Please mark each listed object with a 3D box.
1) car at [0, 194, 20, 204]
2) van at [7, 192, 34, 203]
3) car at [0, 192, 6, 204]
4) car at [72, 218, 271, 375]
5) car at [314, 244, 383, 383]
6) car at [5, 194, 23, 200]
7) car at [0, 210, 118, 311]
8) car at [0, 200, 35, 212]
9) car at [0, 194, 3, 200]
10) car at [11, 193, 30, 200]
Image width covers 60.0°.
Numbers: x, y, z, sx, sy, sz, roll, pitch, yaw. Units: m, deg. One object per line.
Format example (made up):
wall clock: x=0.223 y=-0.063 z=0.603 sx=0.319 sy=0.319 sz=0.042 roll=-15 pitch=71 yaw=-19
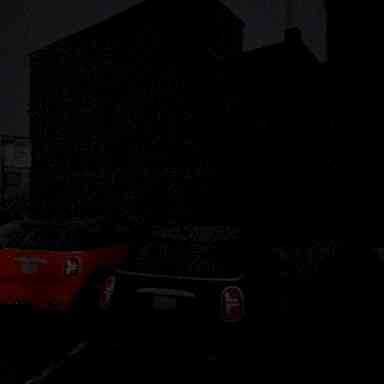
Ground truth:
car: x=-34.431 y=1.211 z=61.166 sx=4.553 sy=1.767 sz=2.185 roll=-1 pitch=-1 yaw=14
van: x=-32.819 y=1.112 z=63.677 sx=4.442 sy=1.987 sz=1.878 roll=-1 pitch=0 yaw=14
car: x=-36.070 y=1.083 z=58.655 sx=5.566 sy=2.045 sz=2.435 roll=-1 pitch=-1 yaw=14
car: x=0.257 y=1.348 z=5.934 sx=2.185 sy=1.767 sz=4.553 roll=0 pitch=-1 yaw=16
car: x=2.705 y=1.514 z=4.177 sx=2.163 sy=1.488 sz=4.792 roll=1 pitch=0 yaw=16
car: x=-25.554 y=1.400 z=44.033 sx=4.792 sy=1.488 sz=2.163 roll=1 pitch=1 yaw=14
car: x=-2.179 y=1.339 z=7.687 sx=2.185 sy=1.767 sz=4.553 roll=0 pitch=-1 yaw=16
car: x=-7.026 y=1.323 z=11.253 sx=2.185 sy=1.767 sz=4.553 roll=1 pitch=0 yaw=16
car: x=-27.157 y=1.119 z=41.595 sx=5.566 sy=2.045 sz=2.435 roll=1 pitch=0 yaw=14
car: x=-23.892 y=1.120 z=46.490 sx=5.566 sy=2.045 sz=2.435 roll=1 pitch=1 yaw=14
